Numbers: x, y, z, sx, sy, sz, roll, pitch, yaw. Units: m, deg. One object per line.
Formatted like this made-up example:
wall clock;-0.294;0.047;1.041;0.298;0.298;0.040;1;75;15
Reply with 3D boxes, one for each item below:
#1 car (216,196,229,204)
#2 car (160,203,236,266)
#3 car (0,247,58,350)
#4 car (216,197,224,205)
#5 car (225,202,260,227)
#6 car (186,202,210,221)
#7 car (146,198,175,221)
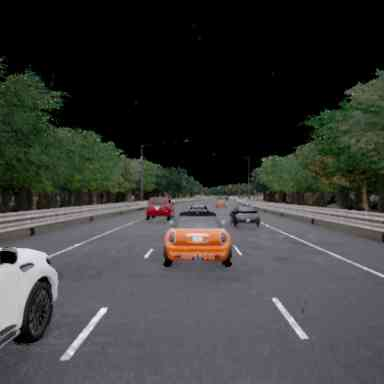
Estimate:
car;5.915;2.167;68.379;2.097;1.767;4.553;0;-1;4
car;0.197;1.456;12.104;2.097;1.767;4.553;0;-1;1
car;-3.386;1.248;3.365;2.150;2.045;5.566;0;0;0
car;7.675;2.317;90.229;2.150;2.045;5.566;0;-1;5
car;3.831;1.730;24.712;2.128;1.511;4.902;0;-1;1
car;0.644;1.812;31.914;2.128;1.511;4.902;0;-1;2
car;-2.888;1.526;30.902;2.150;2.045;5.566;0;0;2
